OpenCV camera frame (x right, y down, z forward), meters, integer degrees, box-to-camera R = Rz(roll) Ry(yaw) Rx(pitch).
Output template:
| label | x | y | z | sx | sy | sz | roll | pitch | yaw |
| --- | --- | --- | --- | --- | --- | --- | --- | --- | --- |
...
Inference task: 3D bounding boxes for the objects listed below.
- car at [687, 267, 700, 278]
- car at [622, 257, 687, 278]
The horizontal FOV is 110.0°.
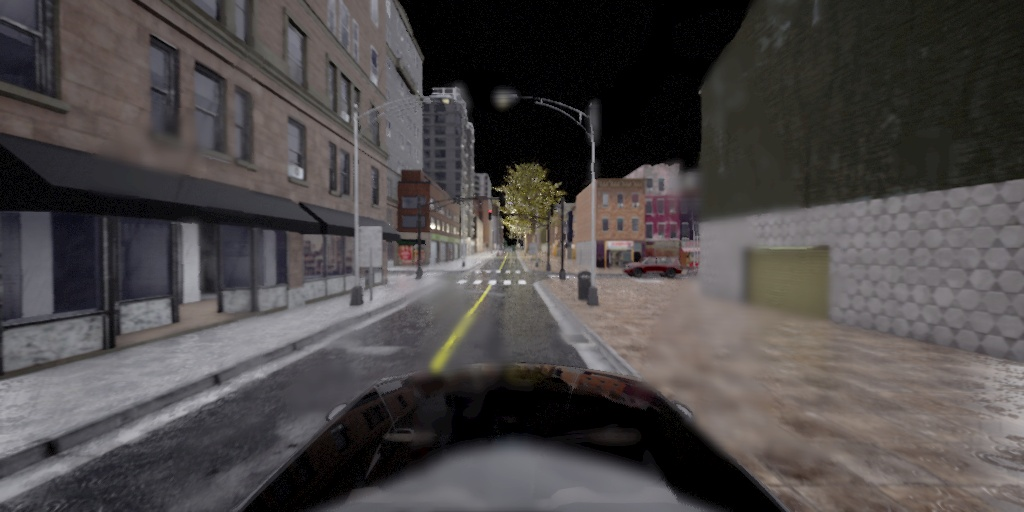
| label | x | y | z | sx | sy | sz | roll | pitch | yaw |
| --- | --- | --- | --- | --- | --- | --- | --- | --- | --- |
| car | 18.097 | 1.335 | 32.608 | 4.207 | 1.307 | 1.802 | 0 | 0 | 0 |
| car | 12.695 | 0.991 | 32.597 | 5.009 | 1.841 | 2.192 | 0 | 0 | 0 |
